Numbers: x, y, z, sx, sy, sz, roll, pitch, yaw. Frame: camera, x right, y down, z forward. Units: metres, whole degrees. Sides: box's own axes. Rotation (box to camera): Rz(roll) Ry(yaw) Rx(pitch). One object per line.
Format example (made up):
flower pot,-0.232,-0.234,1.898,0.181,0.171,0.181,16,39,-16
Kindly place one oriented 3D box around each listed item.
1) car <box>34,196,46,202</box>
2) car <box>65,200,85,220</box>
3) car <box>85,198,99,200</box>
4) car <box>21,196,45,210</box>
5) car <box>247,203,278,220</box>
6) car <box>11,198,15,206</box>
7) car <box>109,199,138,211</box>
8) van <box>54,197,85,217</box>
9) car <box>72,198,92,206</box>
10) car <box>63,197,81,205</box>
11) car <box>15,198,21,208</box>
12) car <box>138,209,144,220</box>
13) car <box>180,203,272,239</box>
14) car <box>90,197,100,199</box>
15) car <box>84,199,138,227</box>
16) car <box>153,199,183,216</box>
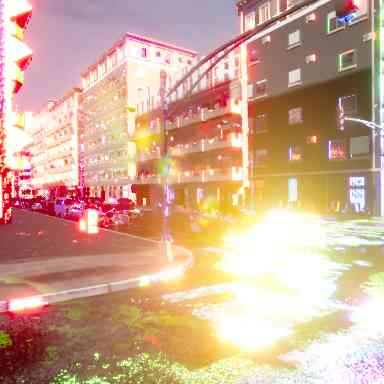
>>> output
car,-37.914,1.728,82.720,1.887,1.381,4.507,-1,1,-36
car,-9.033,1.652,28.288,1.752,1.417,4.829,-1,1,-36
car,-12.605,1.661,37.691,2.033,1.411,5.357,-1,0,-36
car,-22.073,1.628,46.387,1.967,1.590,4.097,-1,1,-36
car,4.036,1.498,24.480,1.752,1.417,4.829,-1,1,-36
car,-31.775,1.782,59.860,1.887,1.381,4.507,-1,1,-36
car,-8.803,1.581,42.304,2.008,1.369,4.403,-1,1,-36
van,-12.370,1.483,32.915,1.690,1.788,3.998,-1,1,-36
car,-18.506,1.643,55.776,1.947,1.339,4.313,-1,1,-36
car,-21.741,1.645,60.267,2.008,1.369,4.403,-1,1,-36
car,-25.306,1.769,50.879,1.947,1.339,4.313,-1,1,-36
car,-5.968,1.684,28.462,1.895,1.301,4.718,-1,0,-36
car,1.671,1.554,18.091,1.837,1.490,4.892,-1,1,-38
car,-15.274,1.502,51.284,1.967,1.590,4.097,-1,1,-36
car,-5.900,1.553,23.935,1.967,1.590,4.097,-1,1,-36
car,-2.335,1.441,33.322,1.967,1.590,4.097,-1,1,-36
